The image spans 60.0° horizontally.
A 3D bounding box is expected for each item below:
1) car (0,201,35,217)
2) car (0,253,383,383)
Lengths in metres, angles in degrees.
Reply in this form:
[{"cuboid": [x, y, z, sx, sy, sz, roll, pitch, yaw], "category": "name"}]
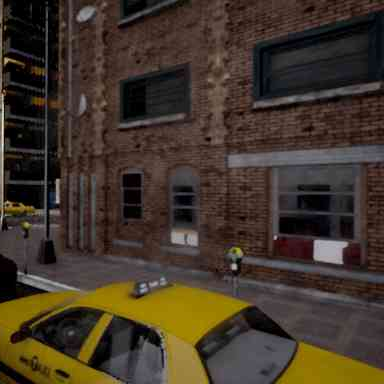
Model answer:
[{"cuboid": [-16.350, 1.498, 29.217, 1.752, 1.417, 4.829, -1, -1, 35], "category": "car"}, {"cuboid": [-0.612, 1.499, 3.313, 4.829, 1.417, 1.752, 1, 0, 35], "category": "car"}]
